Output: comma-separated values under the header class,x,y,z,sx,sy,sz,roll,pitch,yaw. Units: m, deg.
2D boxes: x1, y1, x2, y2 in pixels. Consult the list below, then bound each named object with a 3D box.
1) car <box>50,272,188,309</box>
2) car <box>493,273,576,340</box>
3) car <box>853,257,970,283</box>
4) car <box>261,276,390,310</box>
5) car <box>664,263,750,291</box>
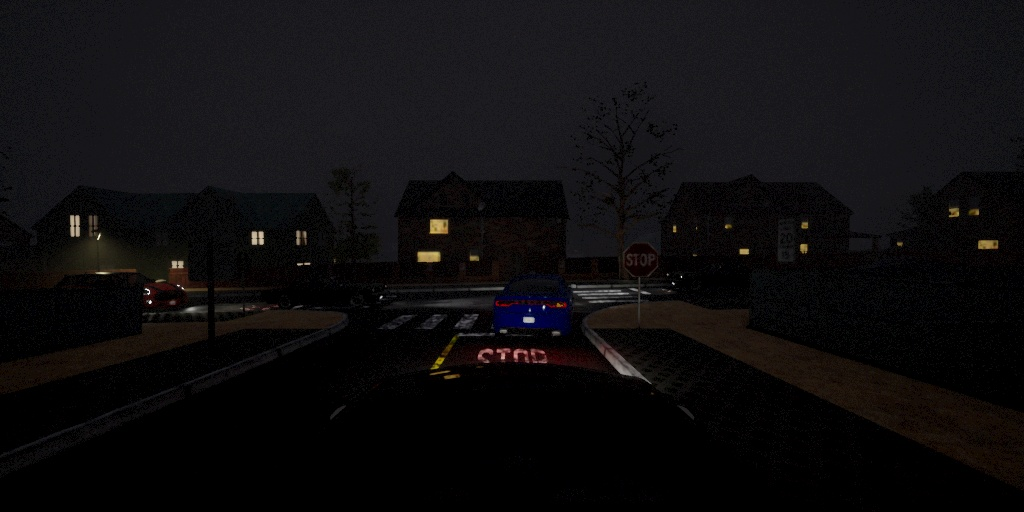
class,x,y,z,sx,sy,sz,roll,pitch,yaw
car,-16.803,1.472,15.360,4.553,1.767,2.097,-1,1,0
car,0.784,1.226,10.165,1.882,1.535,5.008,0,0,10
car,20.051,0.753,18.342,5.357,1.411,2.033,-1,1,0
car,-7.815,1.506,15.371,4.718,1.301,1.895,-1,1,0
car,10.406,1.034,18.303,4.718,1.301,1.895,-1,1,-1
